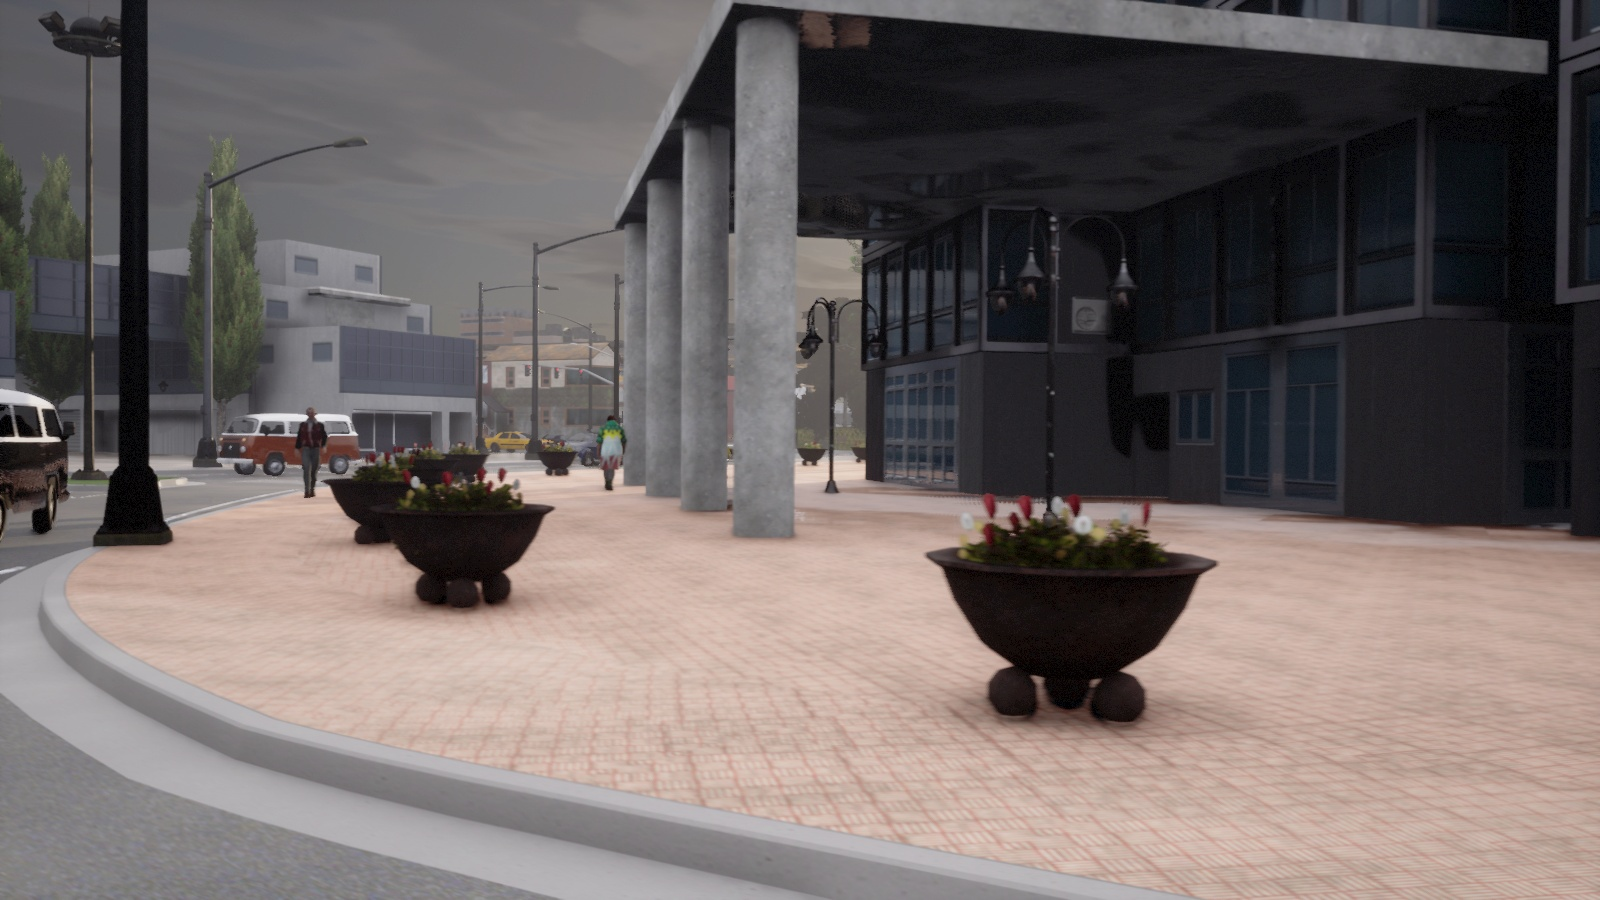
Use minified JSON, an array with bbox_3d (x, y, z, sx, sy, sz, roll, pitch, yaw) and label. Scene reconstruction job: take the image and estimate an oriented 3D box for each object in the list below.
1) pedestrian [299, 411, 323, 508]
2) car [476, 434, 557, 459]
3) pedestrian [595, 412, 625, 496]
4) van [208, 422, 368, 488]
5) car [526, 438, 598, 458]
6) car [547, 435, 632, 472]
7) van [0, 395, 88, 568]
[{"bbox_3d":[-9.547,0.174,24.524,0.376,1.854,0.720,-1,1,-18],"label":"pedestrian"},{"bbox_3d":[-18.997,-0.239,84.159,5.366,1.575,1.801,0,1,27],"label":"car"},{"bbox_3d":[-4.473,0.088,29.558,0.659,1.952,0.873,-1,1,-10],"label":"pedestrian"},{"bbox_3d":[-16.774,0.111,41.325,2.069,2.038,4.480,0,1,32],"label":"van"},{"bbox_3d":[-16.438,-0.134,86.794,4.718,1.301,1.895,0,1,27],"label":"car"},{"bbox_3d":[-9.232,0.114,55.306,1.789,1.549,3.705,0,1,27],"label":"car"},{"bbox_3d":[-11.046,0.362,16.475,2.069,2.038,4.480,-1,1,-18],"label":"van"}]
